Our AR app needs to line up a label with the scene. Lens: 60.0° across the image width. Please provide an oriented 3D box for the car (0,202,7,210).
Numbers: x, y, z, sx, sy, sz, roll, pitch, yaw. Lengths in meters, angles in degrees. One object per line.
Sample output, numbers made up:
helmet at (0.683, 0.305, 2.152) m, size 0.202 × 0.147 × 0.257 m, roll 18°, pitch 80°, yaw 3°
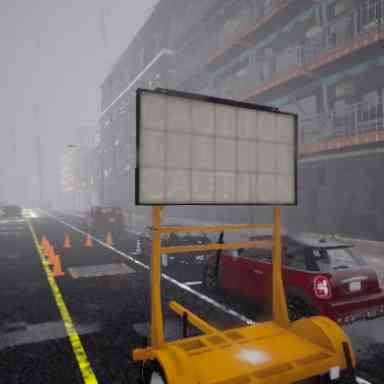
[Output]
car at (-39.370, 2.798, 68.448) m, size 1.967 × 1.590 × 4.097 m, roll 1°, pitch -2°, yaw -27°

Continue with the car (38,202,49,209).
car at (-34.530, 3.144, 77.303) m, size 1.887 × 1.381 × 4.507 m, roll 1°, pitch -2°, yaw -27°

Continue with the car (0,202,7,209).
car at (-41.969, 3.002, 73.447) m, size 1.887 × 1.381 × 4.507 m, roll 1°, pitch -2°, yaw -27°

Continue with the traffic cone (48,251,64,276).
traffic cone at (-4.054, 2.175, 10.005) m, size 0.340 × 0.580 × 0.340 m, roll 1°, pitch -2°, yaw -27°

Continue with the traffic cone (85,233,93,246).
traffic cone at (-5.044, 2.317, 16.249) m, size 0.340 × 0.580 × 0.340 m, roll 1°, pitch -2°, yaw -27°

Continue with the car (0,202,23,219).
car at (-20.746, 2.257, 38.419) m, size 1.882 × 1.535 × 5.008 m, roll 1°, pitch -1°, yaw -27°

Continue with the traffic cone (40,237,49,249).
traffic cone at (-5.897, 2.247, 13.553) m, size 0.340 × 0.580 × 0.340 m, roll 1°, pitch -2°, yaw -27°

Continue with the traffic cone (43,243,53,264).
traffic cone at (-4.976, 2.211, 11.779) m, size 0.340 × 0.580 × 0.340 m, roll 1°, pitch -2°, yaw -27°

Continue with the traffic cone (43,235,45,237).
traffic cone at (-6.819, 2.283, 15.328) m, size 0.340 × 0.580 × 0.340 m, roll 1°, pitch -2°, yaw -27°

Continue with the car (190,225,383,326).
car at (1.835, 1.634, 7.289) m, size 1.967 × 1.590 × 4.097 m, roll 1°, pitch -2°, yaw -27°

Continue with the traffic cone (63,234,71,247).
traffic cone at (-5.932, 2.300, 15.789) m, size 0.340 × 0.580 × 0.340 m, roll 1°, pitch -2°, yaw -27°

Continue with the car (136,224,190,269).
car at (-0.763, 1.847, 12.287) m, size 2.008 × 1.369 × 4.403 m, roll 1°, pitch -2°, yaw -27°

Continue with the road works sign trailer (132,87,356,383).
road works sign trailer at (0.313, 0.579, 4.415) m, size 2.380 × 3.560 × 2.880 m, roll 1°, pitch -2°, yaw -27°

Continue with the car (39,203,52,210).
car at (-29.413, 2.929, 67.452) m, size 1.752 × 1.417 × 4.829 m, roll 1°, pitch -2°, yaw -27°

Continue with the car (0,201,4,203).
car at (-36.772, 2.573, 63.451) m, size 2.192 × 1.841 × 5.009 m, roll 1°, pitch -2°, yaw -27°

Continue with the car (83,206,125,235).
car at (-5.955, 1.814, 22.296) m, size 2.192 × 1.841 × 5.009 m, roll 1°, pitch -2°, yaw -27°
